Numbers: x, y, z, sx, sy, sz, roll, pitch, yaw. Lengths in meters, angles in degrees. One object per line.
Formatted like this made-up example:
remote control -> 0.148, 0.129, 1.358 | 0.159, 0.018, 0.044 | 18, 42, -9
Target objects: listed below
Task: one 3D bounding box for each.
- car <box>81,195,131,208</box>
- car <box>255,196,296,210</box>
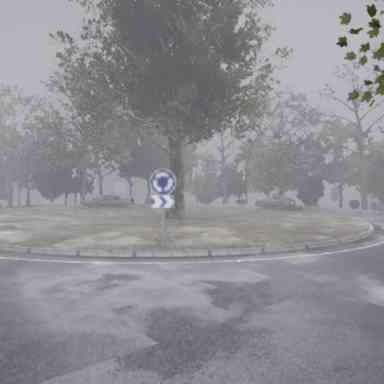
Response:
car -> -9.633, 1.051, 37.525 | 5.357, 1.411, 2.033 | 0, 1, -28
car -> 8.866, 1.096, 35.517 | 4.181, 1.385, 1.994 | 1, 1, 45
